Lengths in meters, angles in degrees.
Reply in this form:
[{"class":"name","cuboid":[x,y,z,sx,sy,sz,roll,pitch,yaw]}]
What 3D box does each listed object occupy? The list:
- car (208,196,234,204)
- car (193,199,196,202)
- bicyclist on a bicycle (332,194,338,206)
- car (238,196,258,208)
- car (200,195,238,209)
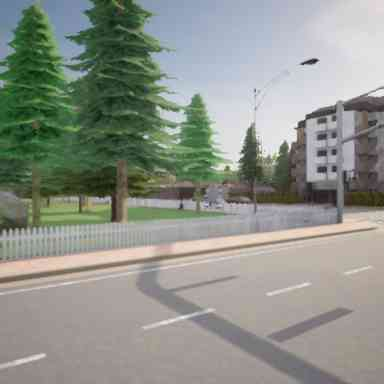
[{"class":"car","cuboid":[4.962,1.406,57.704,1.895,1.301,4.718,0,0,-34]},{"class":"car","cuboid":[2.079,1.329,55.720,1.837,1.490,4.892,0,0,-34]},{"class":"bicyclist on a bicycle","cuboid":[18.944,1.088,43.944,1.656,1.620,0.582,-1,0,-34]},{"class":"car","cuboid":[6.374,1.321,42.954,1.882,1.535,5.008,0,0,-34]},{"class":"car","cuboid":[3.149,1.388,41.490,1.812,1.442,4.674,0,0,-34]}]
